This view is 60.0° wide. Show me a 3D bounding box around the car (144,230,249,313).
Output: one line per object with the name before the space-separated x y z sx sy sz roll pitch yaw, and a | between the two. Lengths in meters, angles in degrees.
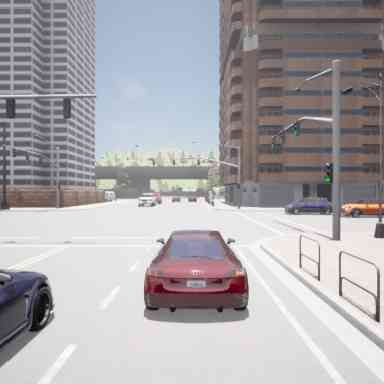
car | 0.092 1.564 7.775 1.994 1.385 4.181 0 0 0

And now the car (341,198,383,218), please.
car | 15.563 1.352 29.616 4.553 1.767 2.097 0 0 1

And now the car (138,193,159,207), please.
car | -7.014 1.221 52.173 2.150 2.045 5.566 0 0 0

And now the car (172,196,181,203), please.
car | -3.356 1.542 71.955 2.033 1.411 5.357 0 0 0

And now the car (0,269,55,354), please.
car | -3.434 1.564 4.207 1.994 1.385 4.181 0 0 1

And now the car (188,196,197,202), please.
car | 0.114 1.525 73.412 2.128 1.511 4.902 0 0 0

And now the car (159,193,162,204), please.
car | -6.963 1.222 62.594 2.150 2.045 5.566 0 0 1

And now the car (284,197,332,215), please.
car | 11.593 1.352 33.203 4.553 1.767 2.097 0 0 2
